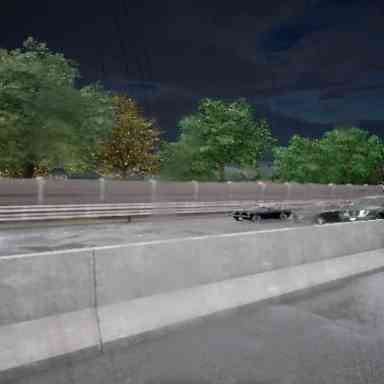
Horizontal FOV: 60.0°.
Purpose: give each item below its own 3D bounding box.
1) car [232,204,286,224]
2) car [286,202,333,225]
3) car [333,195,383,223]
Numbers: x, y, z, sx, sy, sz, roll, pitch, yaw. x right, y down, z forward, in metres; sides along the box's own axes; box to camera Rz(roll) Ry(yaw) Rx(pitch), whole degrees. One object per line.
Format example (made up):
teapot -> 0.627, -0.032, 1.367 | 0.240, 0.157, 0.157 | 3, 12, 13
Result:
car -> 5.256, 1.596, 24.919 | 4.718, 1.301, 1.895 | 0, 0, -35
car -> 9.096, 1.504, 23.347 | 4.892, 1.490, 1.837 | 1, 0, -35
car -> 11.551, 1.219, 20.798 | 5.566, 2.045, 2.150 | 0, 0, -35
